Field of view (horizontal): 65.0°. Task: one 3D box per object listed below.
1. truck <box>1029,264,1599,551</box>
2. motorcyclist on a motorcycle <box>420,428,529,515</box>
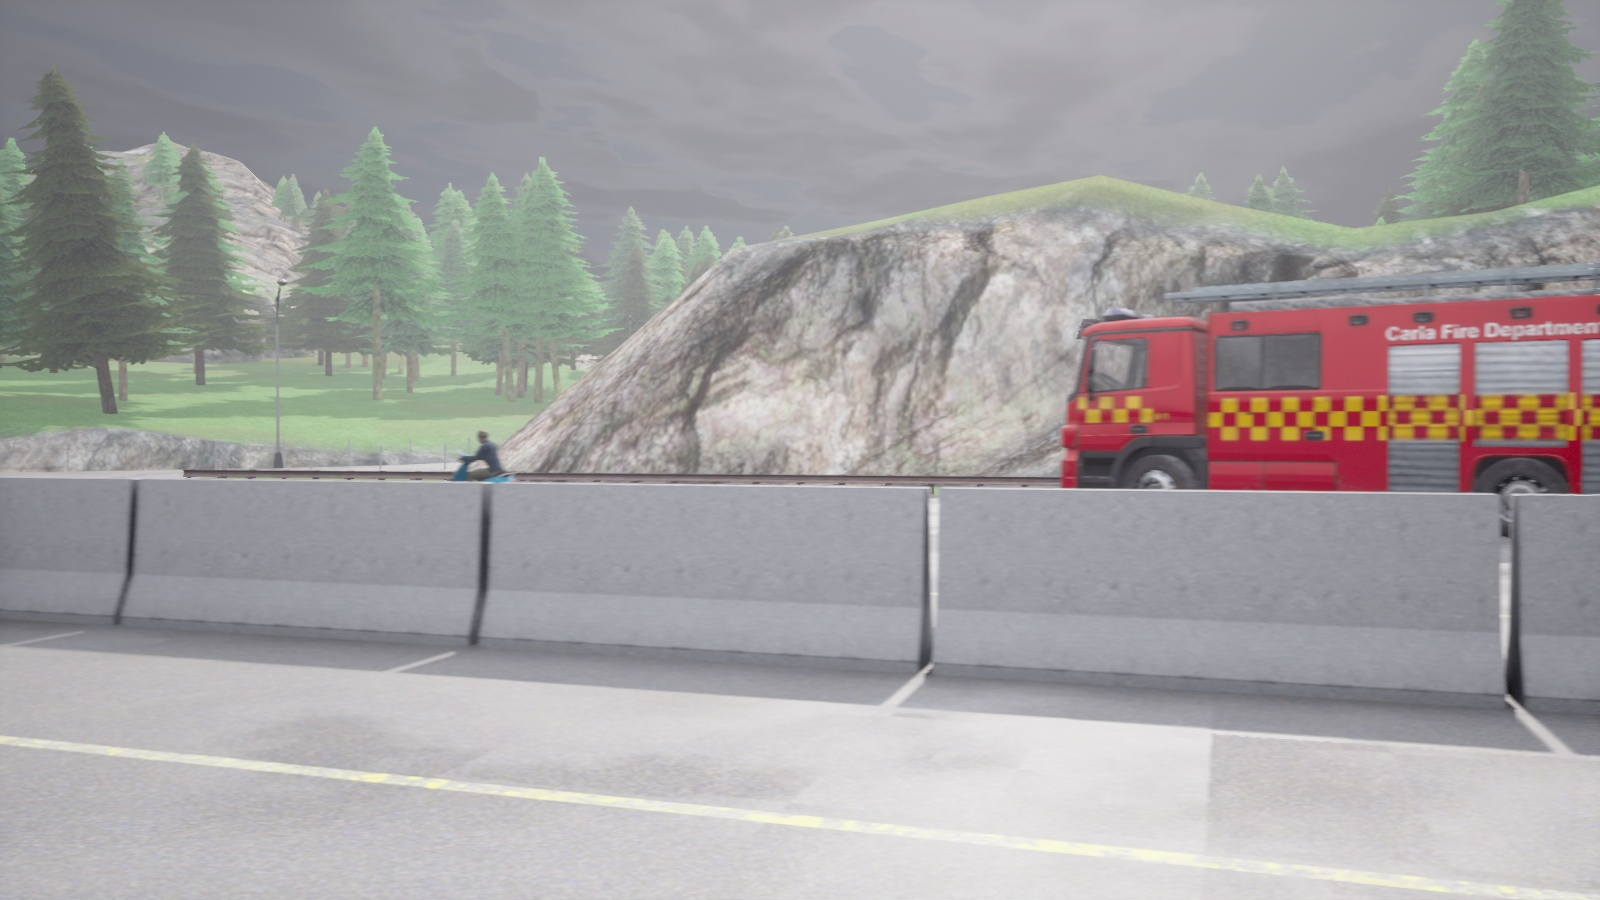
[{"bbox_3d":[8.194,-0.626,19.922,8.468,3.827,2.891,1,1,32],"label":"truck"},{"bbox_3d":[-6.141,0.377,23.721,1.817,1.590,0.866,1,1,19],"label":"motorcyclist on a motorcycle"}]
